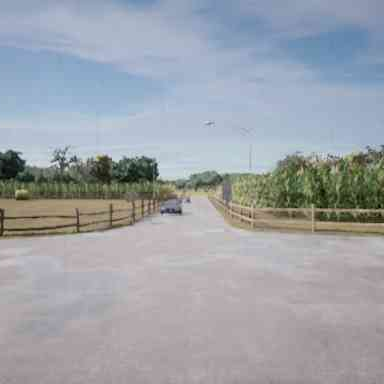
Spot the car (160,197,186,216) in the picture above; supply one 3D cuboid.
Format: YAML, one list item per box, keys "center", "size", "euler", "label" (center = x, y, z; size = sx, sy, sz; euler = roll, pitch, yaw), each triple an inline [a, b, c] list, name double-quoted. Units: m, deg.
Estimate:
- center: [-1.877, 1.483, 31.714]
  size: [1.994, 1.385, 4.181]
  euler: [0, 0, 1]
  label: "car"

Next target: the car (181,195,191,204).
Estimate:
- center: [-1.195, 1.212, 57.371]
  size: [2.128, 1.511, 4.902]
  euler: [0, 0, 2]
  label: "car"
